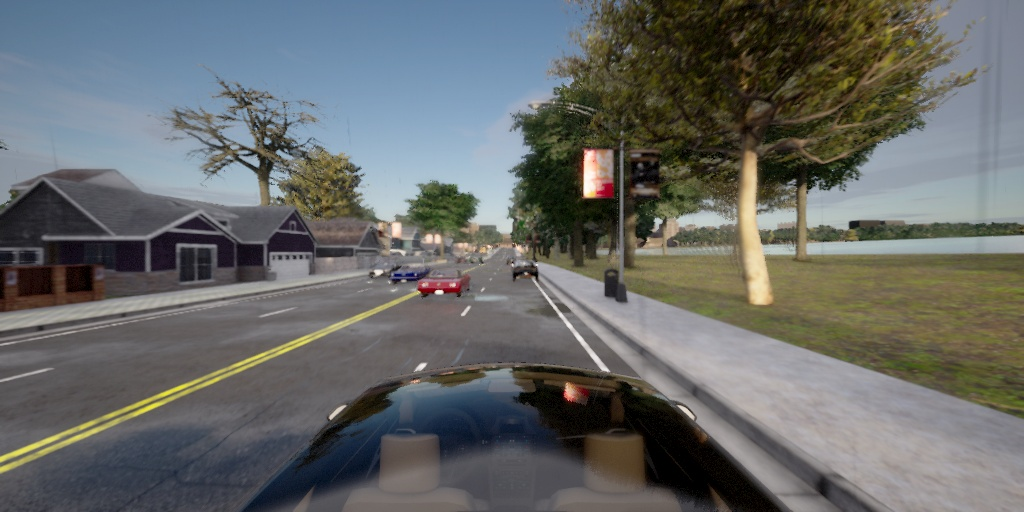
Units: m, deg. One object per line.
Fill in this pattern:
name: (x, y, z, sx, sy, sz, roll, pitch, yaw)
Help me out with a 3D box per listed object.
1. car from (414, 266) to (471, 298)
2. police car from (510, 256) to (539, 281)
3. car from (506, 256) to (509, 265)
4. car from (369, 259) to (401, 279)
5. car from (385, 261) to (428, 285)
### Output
car: (-3.151, 1.261, 17.753, 1.895, 1.301, 4.718, 0, 1, 0)
police car: (0.971, 0.973, 27.107, 1.930, 1.638, 5.238, 0, 1, 0)
car: (-0.010, 0.762, 60.248, 1.837, 1.490, 4.892, 0, 0, 0)
car: (-9.849, 1.016, 28.836, 2.128, 1.511, 4.902, 0, 1, 0)
car: (-6.602, 1.187, 24.081, 1.895, 1.301, 4.718, 0, 1, 0)
